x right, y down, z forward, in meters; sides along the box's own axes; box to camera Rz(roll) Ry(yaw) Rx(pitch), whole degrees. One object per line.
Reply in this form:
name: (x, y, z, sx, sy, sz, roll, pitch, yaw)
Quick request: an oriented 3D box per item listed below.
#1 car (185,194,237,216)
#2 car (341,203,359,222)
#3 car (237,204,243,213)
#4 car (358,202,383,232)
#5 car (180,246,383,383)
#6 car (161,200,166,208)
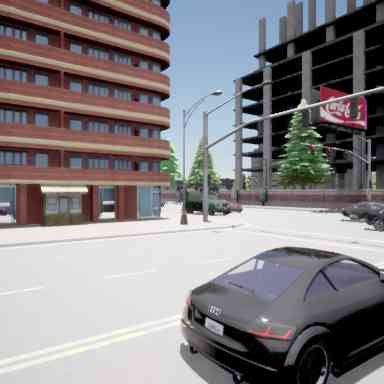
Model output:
car: (1.496, 1.221, 32.927, 2.150, 2.045, 5.566, 0, 0, -36)
car: (13.767, 1.491, 24.785, 4.902, 1.511, 2.128, 0, 0, 33)
car: (3.484, 1.525, 36.137, 1.812, 1.442, 4.674, 0, 0, -36)
car: (12.156, 1.504, 18.198, 1.837, 1.490, 4.892, 0, 0, -36)
car: (1.895, 1.564, 5.115, 4.181, 1.385, 1.994, 0, 0, -35)
car: (-5.699, 1.506, 48.839, 1.837, 1.490, 4.892, 0, -1, -36)
